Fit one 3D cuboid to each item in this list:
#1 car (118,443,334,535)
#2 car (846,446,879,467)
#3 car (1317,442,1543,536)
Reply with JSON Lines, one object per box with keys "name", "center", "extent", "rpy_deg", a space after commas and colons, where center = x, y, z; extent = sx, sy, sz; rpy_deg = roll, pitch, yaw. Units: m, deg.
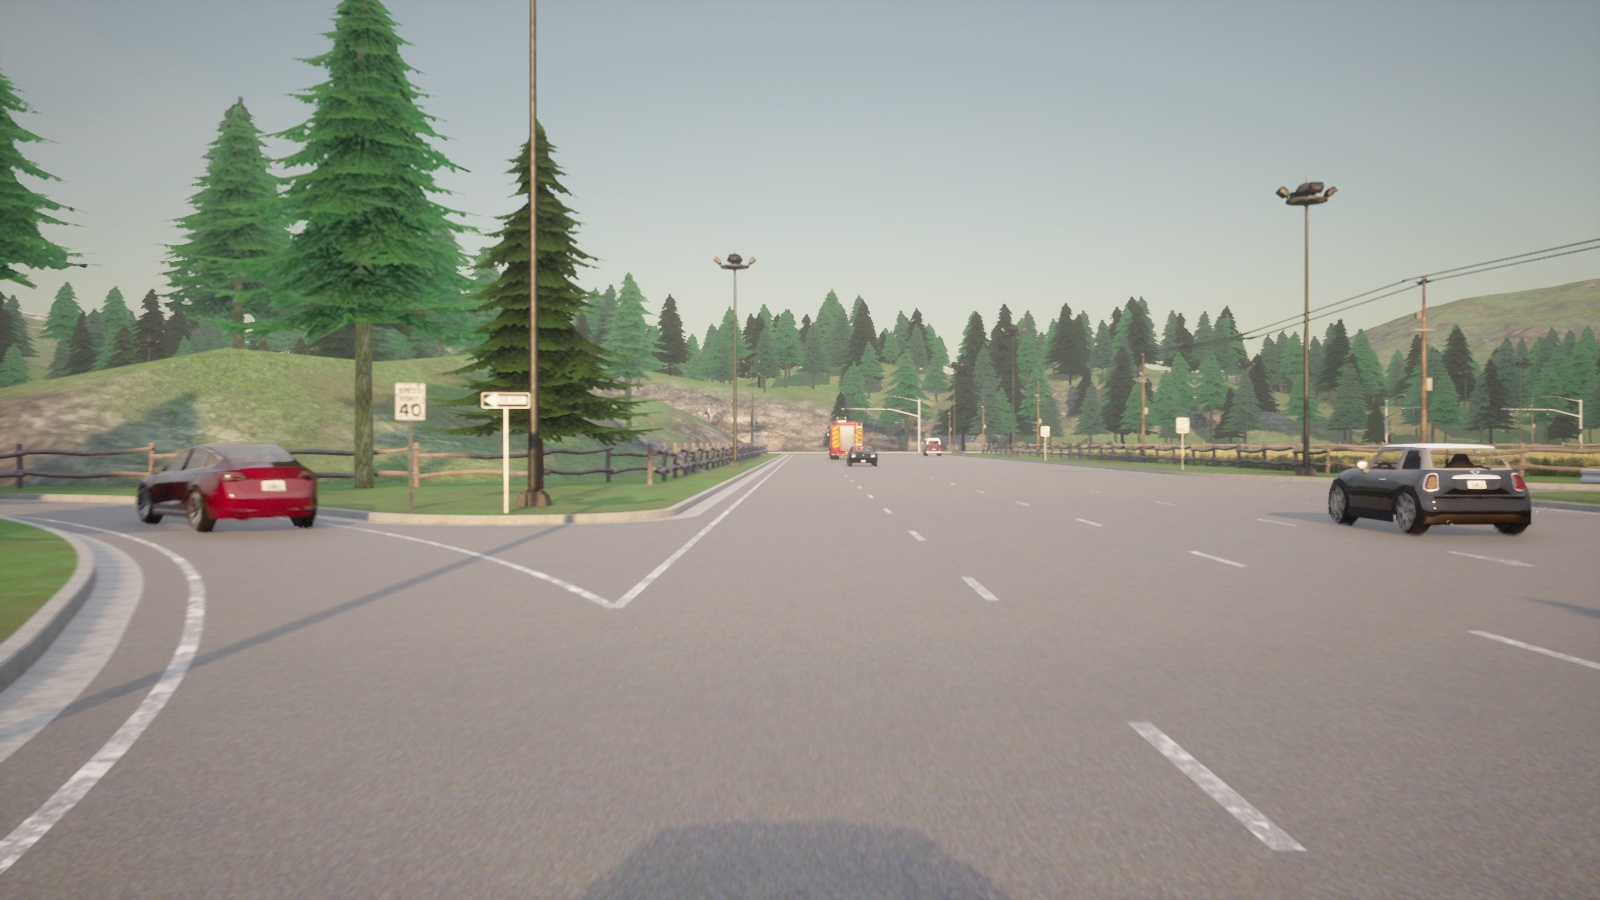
{"name": "car", "center": [-10.420, 0.611, 22.604], "extent": [2.163, 1.488, 4.792], "rpy_deg": [0, 0, -43]}
{"name": "car", "center": [3.975, 0.397, 80.764], "extent": [1.895, 1.301, 4.718], "rpy_deg": [0, 0, 0]}
{"name": "car", "center": [10.638, 0.600, 21.545], "extent": [1.970, 1.475, 3.806], "rpy_deg": [0, 0, 0]}
